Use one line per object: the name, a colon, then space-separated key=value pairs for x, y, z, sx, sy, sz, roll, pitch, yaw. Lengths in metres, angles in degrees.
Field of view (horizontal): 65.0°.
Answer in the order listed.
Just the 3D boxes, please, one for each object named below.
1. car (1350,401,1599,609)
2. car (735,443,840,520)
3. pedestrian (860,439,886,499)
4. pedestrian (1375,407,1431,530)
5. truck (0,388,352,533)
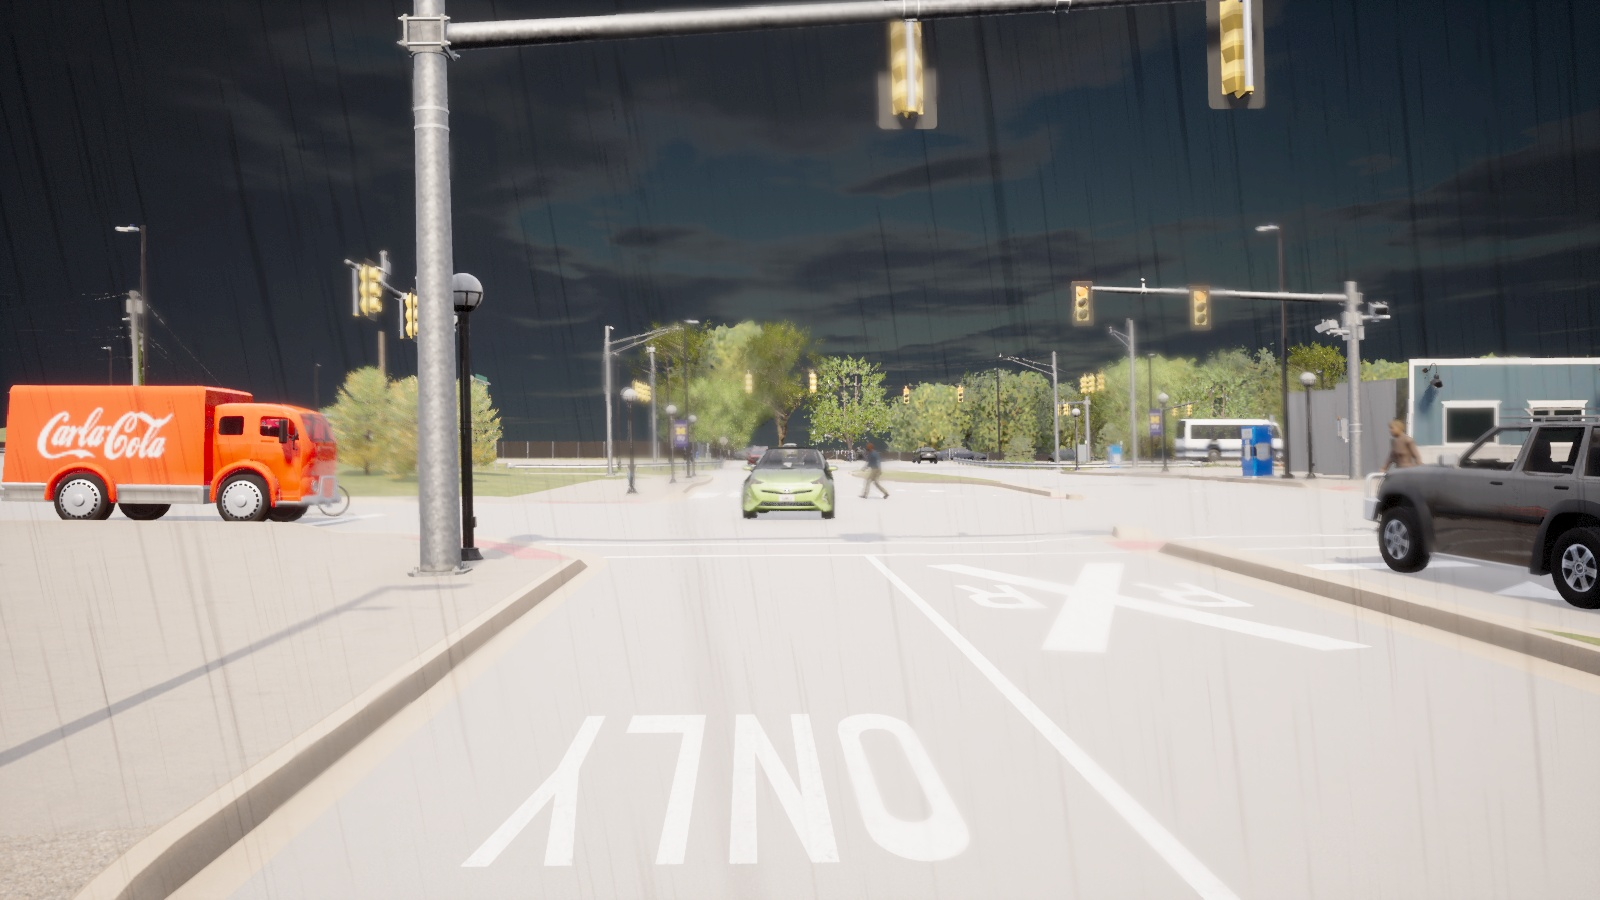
car: x=7.886 y=0.437 z=13.016 sx=1.932 sy=1.855 sz=4.605 roll=-1 pitch=1 yaw=-7
car: x=-0.173 y=0.650 z=27.383 sx=2.007 sy=1.525 sz=4.514 roll=-1 pitch=-1 yaw=3
pedestrian: x=2.279 y=0.589 z=39.104 sx=0.726 sy=1.835 sz=0.370 roll=-2 pitch=-1 yaw=-3
pedestrian: x=9.242 y=0.285 z=19.242 sx=0.634 sy=1.846 sz=0.331 roll=-2 pitch=-1 yaw=0
truck: x=-11.175 y=0.198 z=22.732 sx=5.204 sy=2.467 sz=2.627 roll=0 pitch=-1 yaw=-2
